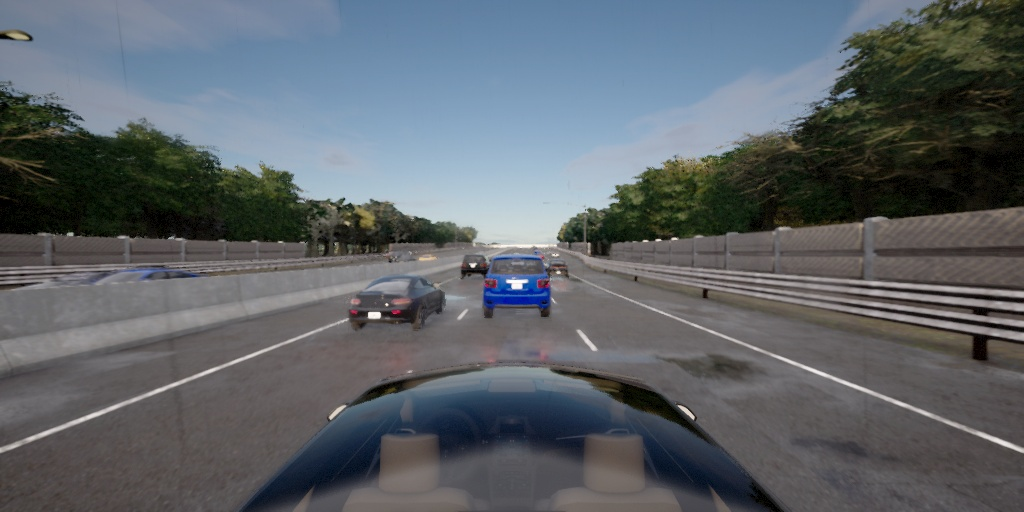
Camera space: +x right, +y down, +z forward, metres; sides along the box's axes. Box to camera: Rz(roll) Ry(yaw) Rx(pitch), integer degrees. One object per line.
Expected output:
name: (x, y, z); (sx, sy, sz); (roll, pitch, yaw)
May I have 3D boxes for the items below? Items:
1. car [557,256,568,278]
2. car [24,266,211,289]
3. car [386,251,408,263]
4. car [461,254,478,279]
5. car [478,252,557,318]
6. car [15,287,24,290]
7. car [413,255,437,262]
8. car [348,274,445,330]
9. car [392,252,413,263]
car: (3.936, 1.069, 32.256); (1.837, 1.490, 4.892); (0, 1, 2)
car: (-14.014, 1.231, 13.557); (1.882, 1.535, 5.008); (0, 0, 1)
car: (-19.421, 0.150, 62.134); (2.150, 2.045, 5.566); (0, 2, 3)
car: (-2.996, 0.846, 30.863); (2.150, 2.045, 5.566); (0, 1, 1)
car: (0.178, 0.978, 13.199); (2.150, 2.045, 5.566); (0, 0, 1)
car: (-17.494, 1.314, 14.928); (1.994, 1.385, 4.181); (0, 0, 1)
car: (-12.832, 0.605, 54.313); (1.882, 1.535, 5.008); (0, 1, 3)
car: (-3.341, 1.282, 11.061); (1.812, 1.442, 4.674); (0, 0, 1)
car: (-16.283, 0.611, 55.340); (1.837, 1.490, 4.892); (0, 1, 3)
